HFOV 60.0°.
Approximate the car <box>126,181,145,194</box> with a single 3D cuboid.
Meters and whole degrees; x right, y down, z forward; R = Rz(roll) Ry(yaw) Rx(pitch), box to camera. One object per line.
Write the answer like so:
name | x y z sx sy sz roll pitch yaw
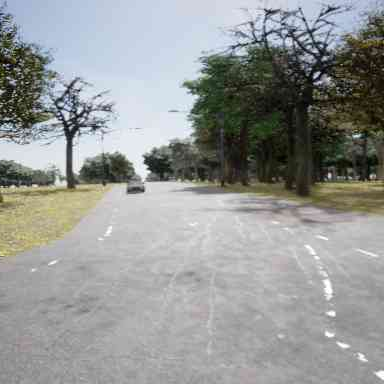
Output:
car | -6.262 -0.555 36.838 1.994 1.385 4.181 -2 4 -12
